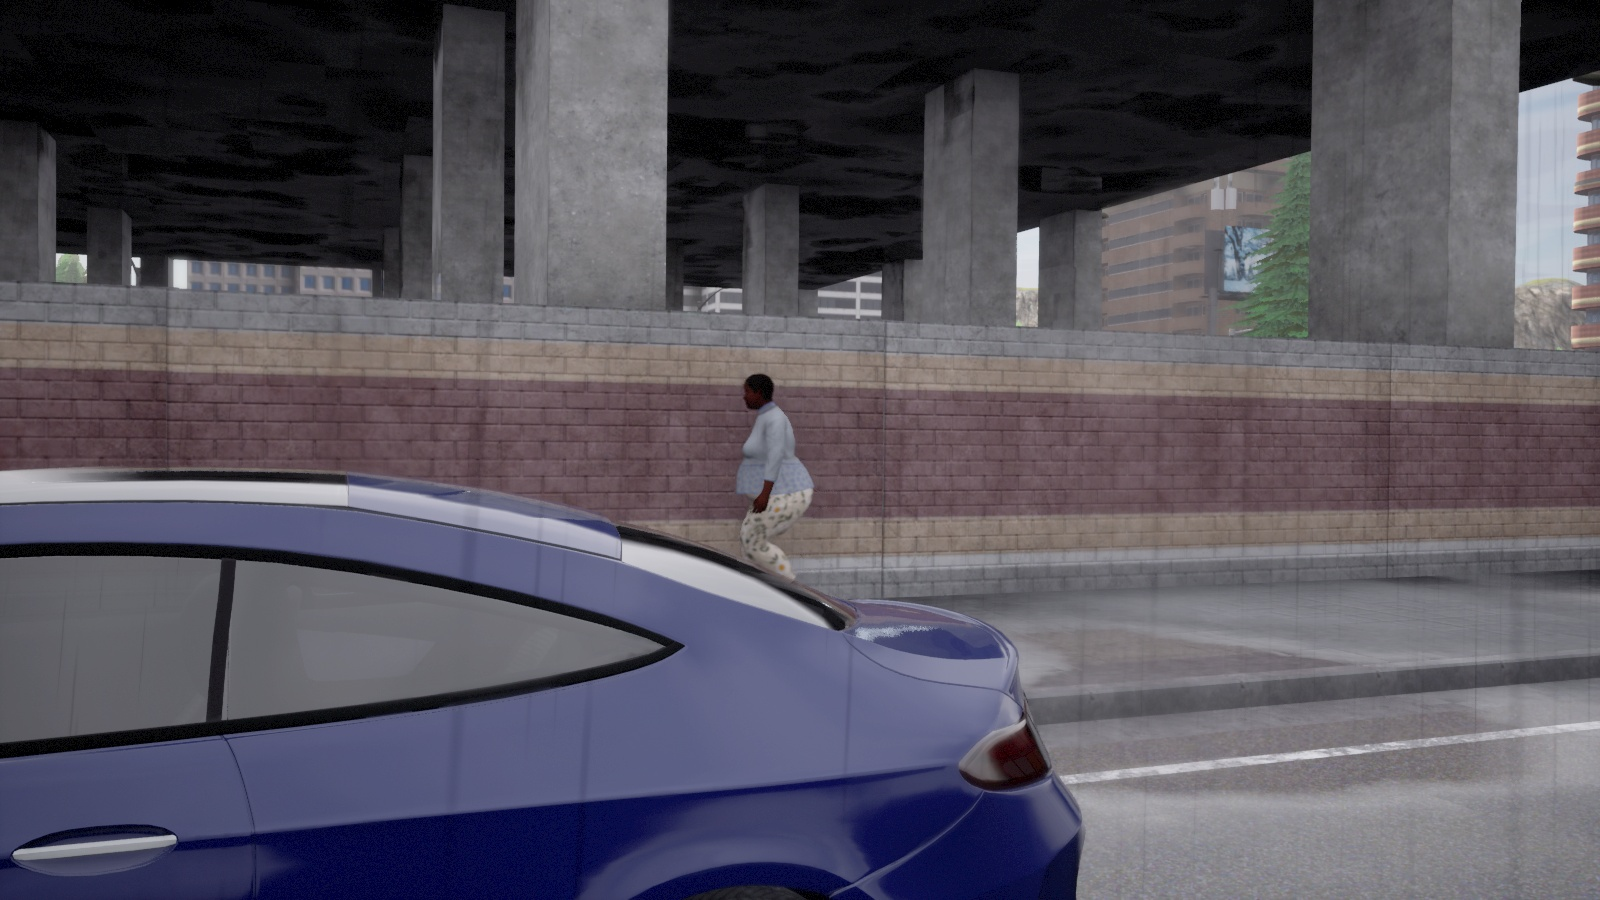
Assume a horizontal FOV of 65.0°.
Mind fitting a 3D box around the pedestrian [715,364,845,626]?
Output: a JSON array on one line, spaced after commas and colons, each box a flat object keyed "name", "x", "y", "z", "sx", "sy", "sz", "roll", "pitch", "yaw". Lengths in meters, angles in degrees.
[{"name": "pedestrian", "x": -0.170, "y": 0.312, "z": 9.359, "sx": 0.900, "sy": 1.855, "sz": 0.874, "roll": -1, "pitch": 1, "yaw": -4}]

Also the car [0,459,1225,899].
[{"name": "car", "x": -1.621, "y": 0.799, "z": 2.622, "sx": 4.674, "sy": 1.442, "sz": 1.812, "roll": -1, "pitch": 1, "yaw": -21}]
